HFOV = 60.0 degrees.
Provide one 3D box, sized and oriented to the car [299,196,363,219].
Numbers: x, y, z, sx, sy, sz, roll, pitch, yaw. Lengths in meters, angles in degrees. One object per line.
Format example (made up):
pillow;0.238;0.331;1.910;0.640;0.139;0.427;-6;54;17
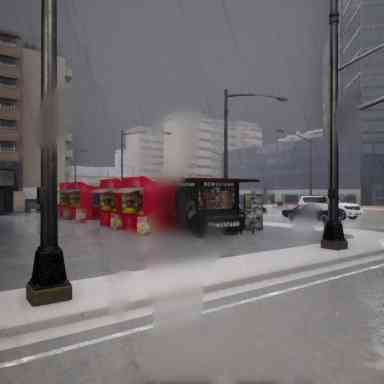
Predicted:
car;12.005;1.339;29.426;2.150;2.045;5.566;0;-1;-36

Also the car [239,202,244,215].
car;3.994;1.769;34.494;2.033;1.411;5.357;0;-1;-37

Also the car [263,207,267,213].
car;5.984;1.789;37.717;2.033;1.411;5.357;0;-1;-36

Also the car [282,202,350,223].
car;9.676;1.707;26.696;1.895;1.301;4.718;0;-1;-37
